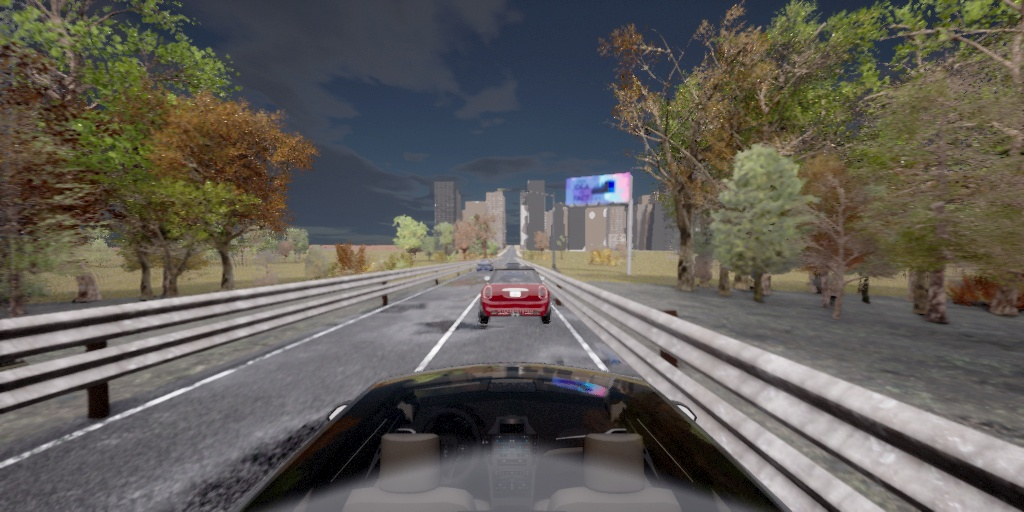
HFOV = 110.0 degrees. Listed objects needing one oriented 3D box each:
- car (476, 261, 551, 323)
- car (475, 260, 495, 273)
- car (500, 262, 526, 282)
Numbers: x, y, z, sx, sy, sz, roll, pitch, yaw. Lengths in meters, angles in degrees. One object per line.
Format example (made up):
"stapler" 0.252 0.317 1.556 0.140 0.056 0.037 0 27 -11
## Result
"car" 0.093 1.095 12.289 2.097 1.767 4.553 0 0 0
"car" -3.319 1.268 44.548 2.033 1.411 5.357 0 0 1
"car" 0.074 1.278 30.094 2.033 1.411 5.357 0 0 0
